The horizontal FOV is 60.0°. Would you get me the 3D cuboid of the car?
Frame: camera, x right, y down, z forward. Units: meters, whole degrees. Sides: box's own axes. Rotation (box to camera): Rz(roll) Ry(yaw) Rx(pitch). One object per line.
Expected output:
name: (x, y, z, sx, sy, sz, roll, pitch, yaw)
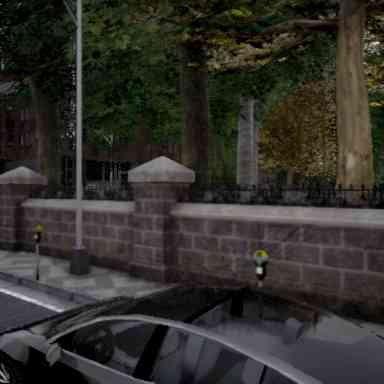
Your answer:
car: (-0.109, 1.548, 3.039, 4.313, 1.339, 1.947, 0, 0, 35)
